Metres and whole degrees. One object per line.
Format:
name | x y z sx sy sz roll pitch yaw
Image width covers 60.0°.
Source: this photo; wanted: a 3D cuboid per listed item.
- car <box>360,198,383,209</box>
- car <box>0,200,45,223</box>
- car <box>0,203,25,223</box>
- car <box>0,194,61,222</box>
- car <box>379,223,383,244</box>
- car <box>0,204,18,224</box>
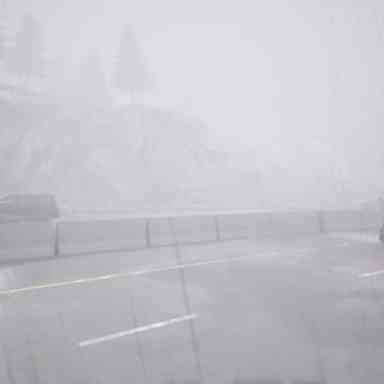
car | 23.879 1.526 43.054 4.181 1.385 1.994 0 0 -19
car | -13.514 1.415 24.264 4.892 1.490 1.837 0 0 -34
car | -11.284 1.496 17.293 4.181 1.385 1.994 0 0 -35
car | -11.427 1.143 21.483 5.566 2.045 2.150 0 0 -34
car | 9.627 1.518 13.603 4.674 1.442 1.812 0 0 -29
car | -10.221 1.434 13.776 4.902 1.511 2.128 0 0 -35
